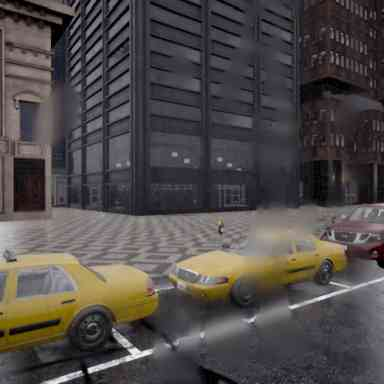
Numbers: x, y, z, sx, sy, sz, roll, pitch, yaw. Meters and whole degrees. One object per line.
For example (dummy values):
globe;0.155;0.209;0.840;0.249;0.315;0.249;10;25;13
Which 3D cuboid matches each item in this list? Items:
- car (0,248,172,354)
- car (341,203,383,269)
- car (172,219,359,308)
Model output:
car;-2.834;1.525;4.631;4.829;1.417;1.752;0;0;-35
car;6.498;1.314;11.269;5.009;1.841;2.192;0;0;-35
car;1.763;1.525;7.900;4.829;1.417;1.752;0;0;-35
